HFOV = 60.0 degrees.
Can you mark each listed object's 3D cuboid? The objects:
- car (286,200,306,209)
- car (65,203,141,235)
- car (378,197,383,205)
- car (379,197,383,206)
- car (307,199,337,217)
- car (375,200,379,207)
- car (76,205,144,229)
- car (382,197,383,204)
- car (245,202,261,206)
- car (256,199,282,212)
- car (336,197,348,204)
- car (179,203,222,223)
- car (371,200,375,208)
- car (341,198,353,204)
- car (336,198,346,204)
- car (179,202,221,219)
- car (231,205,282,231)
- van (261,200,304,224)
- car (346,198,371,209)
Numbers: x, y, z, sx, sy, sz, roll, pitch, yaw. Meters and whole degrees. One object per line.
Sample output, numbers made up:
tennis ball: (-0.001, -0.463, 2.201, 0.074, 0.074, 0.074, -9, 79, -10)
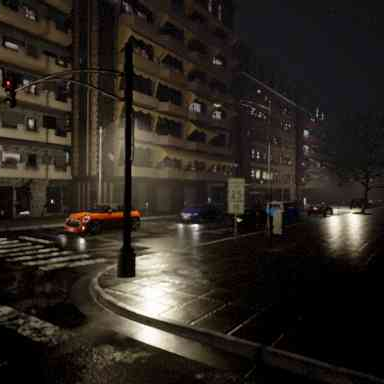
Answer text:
car: (17.221, 2.022, 54.895, 1.802, 1.307, 4.206, 0, 0, 36)
car: (-5.244, 1.489, 19.972, 2.097, 1.767, 4.553, 1, 0, 37)
car: (46.905, 2.175, 81.143, 2.192, 1.841, 5.009, 0, 0, 36)
car: (37.074, 2.276, 67.764, 1.887, 1.381, 4.507, 0, 0, 36)
car: (14.142, 1.863, 36.550, 1.967, 1.590, 4.097, 0, 0, 36)
car: (33.798, 2.128, 63.306, 1.967, 1.590, 4.097, 0, 0, 36)
car: (-5.712, 1.675, 23.681, 2.008, 1.369, 4.403, 0, 0, 36)
car: (40.350, 2.325, 72.224, 2.008, 1.369, 4.403, 0, 0, 36)
car: (7.392, 1.888, 41.518, 1.802, 1.307, 4.206, 0, 0, 36)
car: (10.670, 1.791, 45.977, 1.967, 1.590, 4.097, 0, 0, 36)
car: (36.879, 2.140, 81.651, 1.967, 1.590, 4.097, 0, 0, 36)
car: (0.883, 1.749, 28.277, 1.812, 1.442, 4.674, 1, 0, 36)
car: (30.521, 2.227, 58.845, 1.802, 1.307, 4.206, 0, 0, 36)
car: (40.053, 2.266, 85.973, 1.752, 1.417, 4.829, 0, 0, 36)
car: (33.601, 2.223, 77.191, 1.947, 1.339, 4.313, 0, 0, 36)
car: (0.841, 1.760, 32.599, 1.887, 1.381, 4.507, 0, 0, 36)
car: (4.313, 1.853, 23.172, 1.947, 1.339, 4.313, 0, 0, 36)
van: (7.591, 1.674, 27.632, 1.690, 1.788, 3.998, 0, 0, 36)
car: (27.248, 1.916, 54.388, 2.192, 1.841, 5.009, 0, 0, 36)
